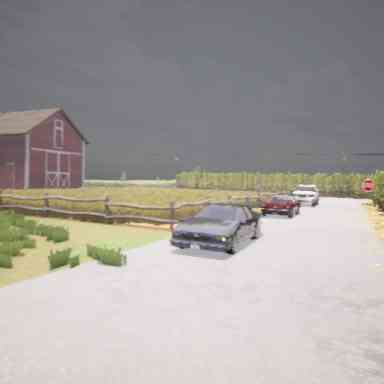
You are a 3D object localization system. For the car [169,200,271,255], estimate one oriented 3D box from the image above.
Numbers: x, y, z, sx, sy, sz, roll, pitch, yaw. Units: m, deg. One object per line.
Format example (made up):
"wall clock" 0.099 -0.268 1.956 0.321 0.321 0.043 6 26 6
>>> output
"car" 1.174 1.121 11.878 2.033 1.411 5.357 3 2 24

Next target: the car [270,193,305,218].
"car" 6.018 0.933 22.212 1.895 1.301 4.718 3 2 26

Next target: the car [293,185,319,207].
"car" 11.484 0.297 33.470 2.150 2.045 5.566 3 2 26
